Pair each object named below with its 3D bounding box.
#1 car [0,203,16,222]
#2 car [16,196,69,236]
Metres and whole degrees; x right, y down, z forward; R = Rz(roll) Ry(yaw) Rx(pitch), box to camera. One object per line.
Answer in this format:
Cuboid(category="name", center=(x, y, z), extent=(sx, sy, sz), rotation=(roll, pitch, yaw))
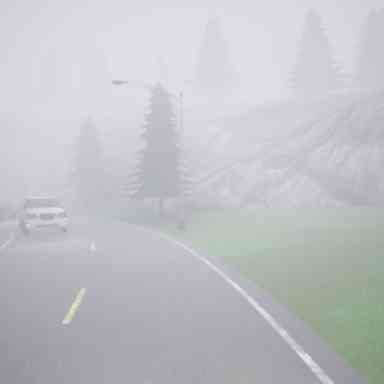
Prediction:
Cuboid(category="car", center=(-15.302, 1.622, 27.437), extent=(4.181, 1.385, 1.994), rotation=(0, 0, 39))
Cuboid(category="car", center=(-8.699, 1.244, 19.286), extent=(2.150, 2.045, 5.566), rotation=(0, 0, -30))
